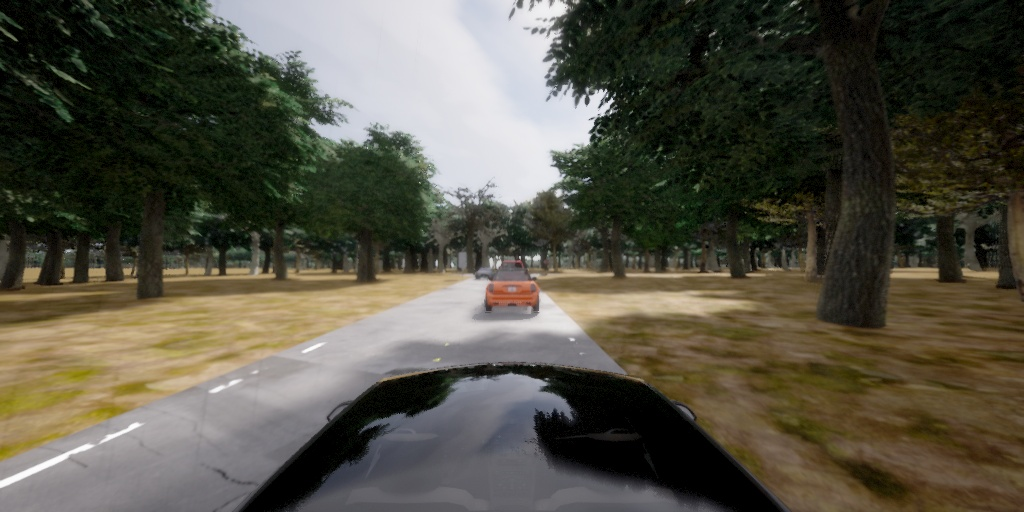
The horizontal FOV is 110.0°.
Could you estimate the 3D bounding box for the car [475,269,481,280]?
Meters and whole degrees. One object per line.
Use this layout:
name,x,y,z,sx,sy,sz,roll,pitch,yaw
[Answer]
car,-3.012,1.976,40.458,1.994,1.385,4.181,0,-1,1

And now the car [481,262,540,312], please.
car,0.024,1.286,15.334,2.097,1.767,4.553,0,-1,0
